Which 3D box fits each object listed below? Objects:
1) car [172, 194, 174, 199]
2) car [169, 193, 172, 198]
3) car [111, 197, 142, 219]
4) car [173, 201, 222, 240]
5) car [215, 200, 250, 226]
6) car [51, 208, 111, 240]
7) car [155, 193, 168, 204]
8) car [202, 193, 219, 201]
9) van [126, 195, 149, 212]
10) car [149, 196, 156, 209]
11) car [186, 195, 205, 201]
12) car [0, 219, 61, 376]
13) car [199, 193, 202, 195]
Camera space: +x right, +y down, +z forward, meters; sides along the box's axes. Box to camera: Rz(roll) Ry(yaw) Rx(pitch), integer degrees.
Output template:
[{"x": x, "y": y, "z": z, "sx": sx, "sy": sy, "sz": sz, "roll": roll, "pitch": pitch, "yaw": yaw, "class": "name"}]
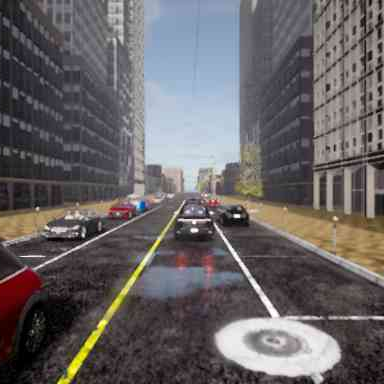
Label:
[{"x": -5.659, "y": 1.083, "z": 90.173, "sx": 1.752, "sy": 1.417, "sz": 4.829, "roll": 0, "pitch": 0, "yaw": 0, "class": "car"}, {"x": -5.667, "y": 1.241, "z": 67.576, "sx": 1.947, "sy": 1.339, "sz": 4.313, "roll": 0, "pitch": 0, "yaw": 0, "class": "car"}, {"x": -5.679, "y": 1.418, "z": 27.731, "sx": 1.887, "sy": 1.381, "sz": 4.507, "roll": 0, "pitch": 0, "yaw": 0, "class": "car"}, {"x": 0.105, "y": 1.416, "z": 16.625, "sx": 2.128, "sy": 1.511, "sz": 4.902, "roll": 0, "pitch": 0, "yaw": 0, "class": "car"}, {"x": 2.700, "y": 1.466, "z": 22.023, "sx": 1.947, "sy": 1.339, "sz": 4.313, "roll": 0, "pitch": 0, "yaw": 0, "class": "car"}, {"x": -5.683, "y": 1.476, "z": 16.346, "sx": 2.008, "sy": 1.369, "sz": 4.403, "roll": 0, "pitch": 0, "yaw": 0, "class": "car"}, {"x": -5.670, "y": 1.174, "z": 56.190, "sx": 1.967, "sy": 1.590, "sz": 4.097, "roll": 0, "pitch": 0, "yaw": 0, "class": "car"}, {"x": 2.708, "y": 1.231, "z": 44.789, "sx": 1.967, "sy": 1.590, "sz": 4.097, "roll": 0, "pitch": 0, "yaw": 0, "class": "car"}, {"x": -5.677, "y": 1.187, "z": 33.422, "sx": 1.690, "sy": 1.788, "sz": 3.998, "roll": 0, "pitch": 0, "yaw": 0, "class": "van"}, {"x": -5.676, "y": 1.400, "z": 39.116, "sx": 1.802, "sy": 1.307, "sz": 4.206, "roll": 0, "pitch": 0, "yaw": 0, "class": "car"}, {"x": 0.111, "y": 1.345, "z": 34.531, "sx": 1.837, "sy": 1.490, "sz": 4.892, "roll": 0, "pitch": 0, "yaw": 0, "class": "car"}, {"x": -3.099, "y": 1.339, "z": 2.824, "sx": 2.097, "sy": 1.767, "sz": 4.553, "roll": 0, "pitch": 0, "yaw": 0, "class": "car"}, {"x": 2.712, "y": 1.229, "z": 62.036, "sx": 1.752, "sy": 1.417, "sz": 4.829, "roll": 0, "pitch": 0, "yaw": 0, "class": "car"}]
